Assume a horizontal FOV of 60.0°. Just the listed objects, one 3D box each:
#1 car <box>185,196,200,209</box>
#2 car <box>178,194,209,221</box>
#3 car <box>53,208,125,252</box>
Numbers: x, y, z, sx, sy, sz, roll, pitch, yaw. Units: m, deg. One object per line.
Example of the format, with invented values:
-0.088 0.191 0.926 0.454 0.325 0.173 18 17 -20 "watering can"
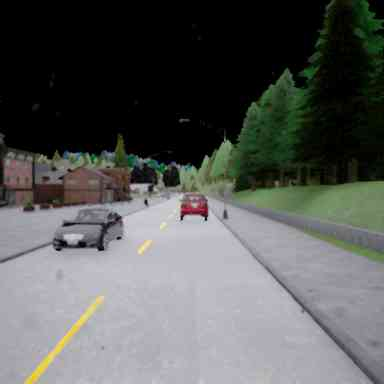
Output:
0.080 1.378 43.641 1.882 1.535 5.008 0 0 0 "car"
0.095 1.157 27.051 2.150 2.045 5.566 0 0 -3 "car"
-4.082 1.461 13.856 2.128 1.511 4.902 0 0 0 "car"
